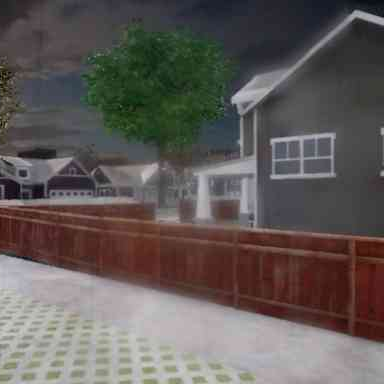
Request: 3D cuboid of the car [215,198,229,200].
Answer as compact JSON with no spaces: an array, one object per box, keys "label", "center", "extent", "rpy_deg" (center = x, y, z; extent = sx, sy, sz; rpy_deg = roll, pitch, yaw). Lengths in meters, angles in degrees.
[{"label":"car","center":[3.725,1.508,43.178],"extent":[1.812,1.442,4.674],"rpy_deg":[0,0,36]}]
